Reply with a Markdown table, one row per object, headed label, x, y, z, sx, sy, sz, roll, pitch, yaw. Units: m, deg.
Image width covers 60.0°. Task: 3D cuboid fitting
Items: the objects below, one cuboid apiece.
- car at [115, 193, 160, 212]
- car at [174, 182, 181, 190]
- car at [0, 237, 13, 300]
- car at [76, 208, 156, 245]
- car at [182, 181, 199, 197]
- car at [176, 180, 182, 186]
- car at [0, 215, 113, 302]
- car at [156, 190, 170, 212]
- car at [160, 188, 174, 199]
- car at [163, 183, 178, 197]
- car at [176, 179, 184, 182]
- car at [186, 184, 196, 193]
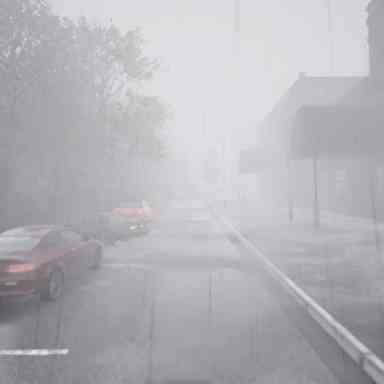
| label | x | y | z | sx | sy | sz | roll | pitch | yaw |
| --- | --- | --- | --- | --- | --- | --- | --- | --- | --- |
| car | -3.676 | 1.214 | 21.470 | 2.185 | 1.767 | 4.553 | 2 | 1 | 2 |
| car | -3.796 | -0.435 | 60.497 | 2.231 | 1.521 | 4.892 | 0 | 3 | 2 |
| car | -3.645 | 1.484 | 2.075 | 1.946 | 1.575 | 5.366 | 0 | 0 | 2 |
| car | -4.604 | 1.641 | 15.035 | 5.357 | 1.411 | 2.033 | -3 | -2 | 15 |
| car | -0.128 | -0.348 | 54.390 | 2.150 | 2.045 | 5.566 | 0 | 3 | 0 |
| car | -3.816 | -1.084 | 71.812 | 1.946 | 1.575 | 5.366 | 0 | 3 | 2 |
| car | -3.667 | 1.537 | 8.212 | 2.002 | 1.452 | 4.674 | 0 | 0 | 2 |
| car | -3.706 | 1.000 | 32.490 | 1.946 | 1.575 | 5.366 | 1 | 2 | 2 |
| car | -3.723 | 0.778 | 38.225 | 2.231 | 1.521 | 4.892 | 1 | 3 | 2 |
| car | -3.770 | 0.068 | 49.340 | 2.185 | 1.767 | 4.553 | 0 | 3 | 2 |
| car | -3.848 | -1.682 | 82.782 | 2.163 | 1.488 | 4.792 | 0 | 3 | 2 |
| car | -0.153 | -0.654 | 64.841 | 1.837 | 1.490 | 4.892 | 0 | 3 | 0 |
